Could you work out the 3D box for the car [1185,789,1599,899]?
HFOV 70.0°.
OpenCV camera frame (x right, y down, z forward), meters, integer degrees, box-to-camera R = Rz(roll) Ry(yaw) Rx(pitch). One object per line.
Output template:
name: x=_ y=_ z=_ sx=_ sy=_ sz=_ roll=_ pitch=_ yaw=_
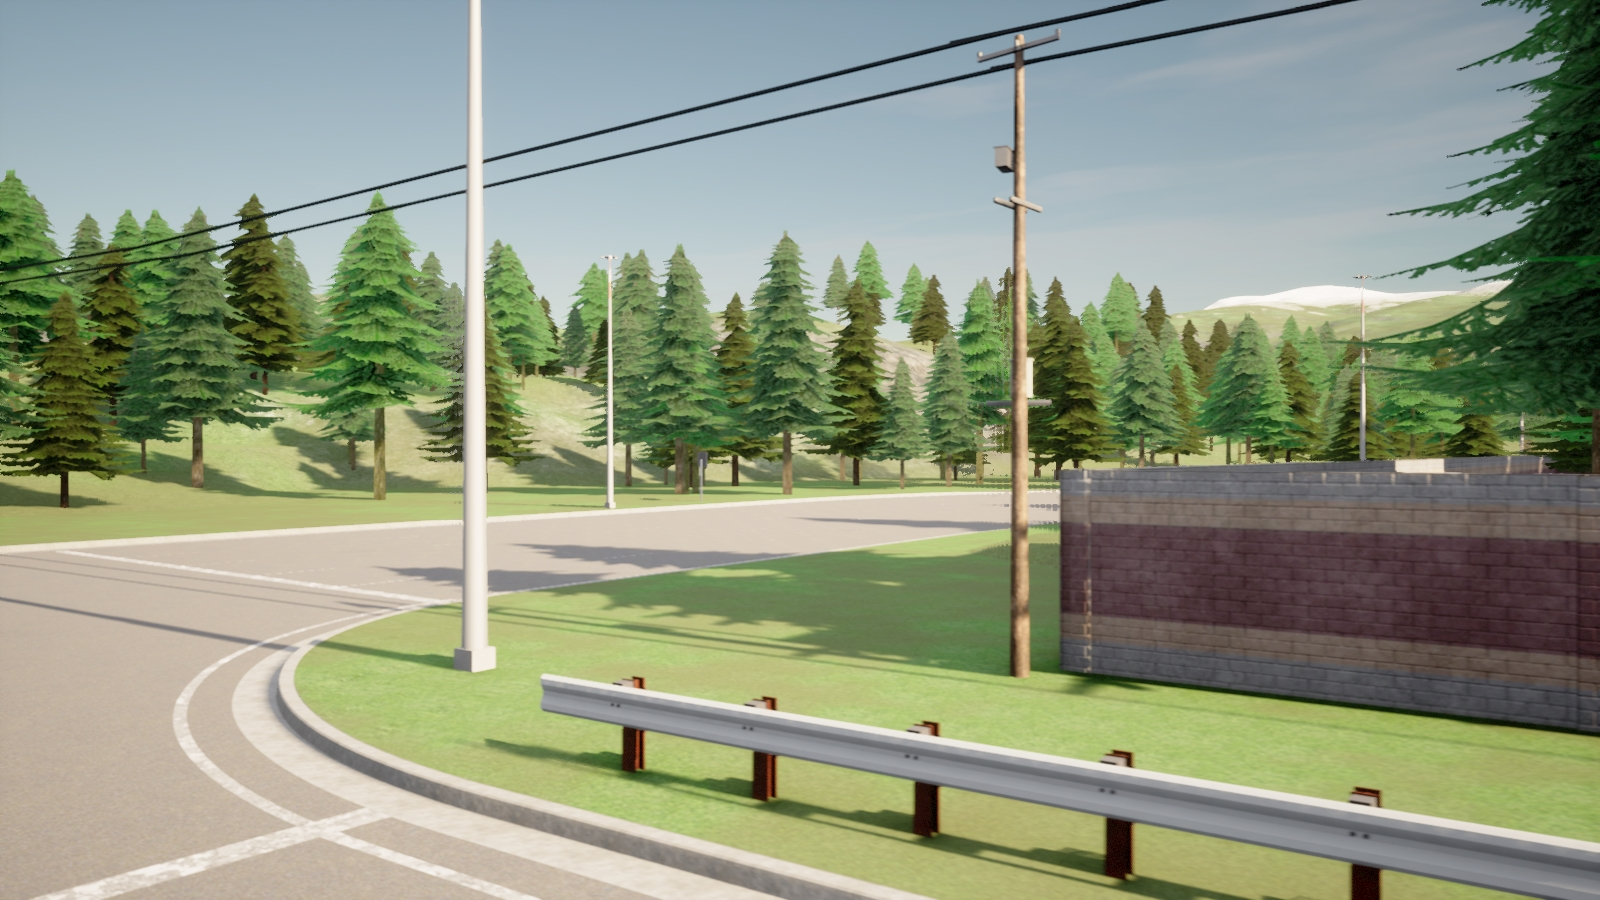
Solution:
car: x=3.207 y=1.982 z=1.542 sx=5.238 sy=1.638 sz=2.097 roll=0 pitch=0 yaw=35
